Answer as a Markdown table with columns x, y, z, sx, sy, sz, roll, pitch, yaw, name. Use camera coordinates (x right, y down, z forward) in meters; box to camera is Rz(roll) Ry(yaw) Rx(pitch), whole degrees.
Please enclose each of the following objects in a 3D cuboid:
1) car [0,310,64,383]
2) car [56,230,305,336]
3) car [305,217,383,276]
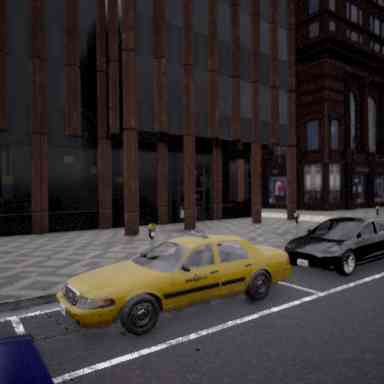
| x | y | z | sx | sy | sz | roll | pitch | yaw | name |
| --- | --- | --- | --- | --- | --- | --- | --- | --- | --- |
| -2.975 | 1.624 | 1.258 | 4.718 | 1.301 | 1.895 | -1 | 1 | -35 | car |
| -0.063 | 1.479 | 6.599 | 4.829 | 1.417 | 1.752 | -1 | 0 | -35 | car |
| 4.668 | 1.446 | 9.965 | 4.313 | 1.339 | 1.947 | -1 | 0 | -35 | car |
